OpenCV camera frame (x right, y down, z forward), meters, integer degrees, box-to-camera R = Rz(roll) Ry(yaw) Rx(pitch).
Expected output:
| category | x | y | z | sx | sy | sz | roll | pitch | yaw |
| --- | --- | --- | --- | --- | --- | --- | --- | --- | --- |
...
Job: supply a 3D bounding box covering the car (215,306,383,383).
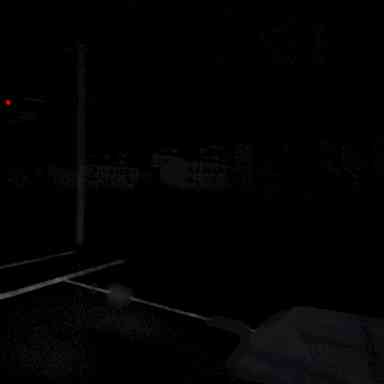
| category | x | y | z | sx | sy | sz | roll | pitch | yaw |
| --- | --- | --- | --- | --- | --- | --- | --- | --- | --- |
| car | 2.523 | 1.602 | 2.194 | 4.718 | 1.301 | 1.895 | 0 | 0 | 35 |
